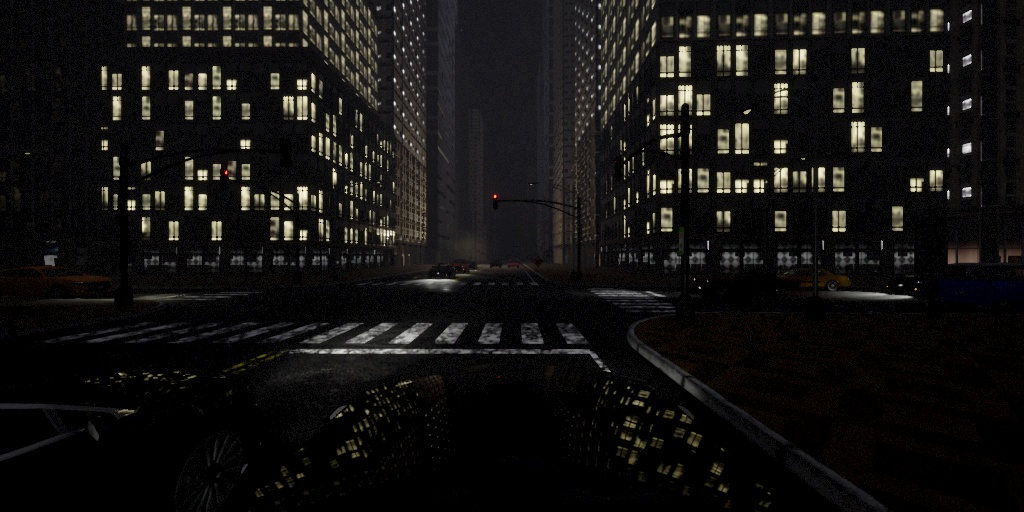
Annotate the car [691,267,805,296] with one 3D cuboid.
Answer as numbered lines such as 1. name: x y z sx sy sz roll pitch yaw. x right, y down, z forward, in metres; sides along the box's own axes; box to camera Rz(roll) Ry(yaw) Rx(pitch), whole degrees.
1. car: 12.182 1.370 18.966 4.718 1.301 1.895 0 0 2

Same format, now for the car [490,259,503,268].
1. car: -2.876 1.369 63.848 1.837 1.490 4.892 0 0 0

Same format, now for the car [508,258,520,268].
1. car: 0.277 1.468 64.466 1.895 1.301 4.718 0 0 0

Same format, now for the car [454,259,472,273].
1. car: -6.417 1.154 43.414 2.097 1.767 4.553 0 0 0

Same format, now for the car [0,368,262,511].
1. car: -3.154 1.241 1.219 2.128 1.511 4.902 0 0 0

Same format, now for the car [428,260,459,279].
1. car: -6.461 1.346 33.417 1.994 1.385 4.181 0 0 0

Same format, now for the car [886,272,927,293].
1. car: 22.206 1.339 18.549 4.181 1.385 1.994 0 0 3

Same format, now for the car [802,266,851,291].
1. car: 17.172 1.295 21.359 4.829 1.417 1.751 0 0 2

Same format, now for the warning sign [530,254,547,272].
1. warning sign: 3.024 0.913 41.409 1.300 1.860 1.060 0 0 0

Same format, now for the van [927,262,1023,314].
1. van: 18.407 1.120 13.182 3.998 1.789 1.690 0 0 2

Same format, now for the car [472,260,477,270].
1. car: -6.359 1.379 54.429 2.033 1.411 5.357 0 0 0

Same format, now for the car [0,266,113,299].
1. car: -22.317 1.237 17.243 5.008 1.535 1.882 0 0 0
